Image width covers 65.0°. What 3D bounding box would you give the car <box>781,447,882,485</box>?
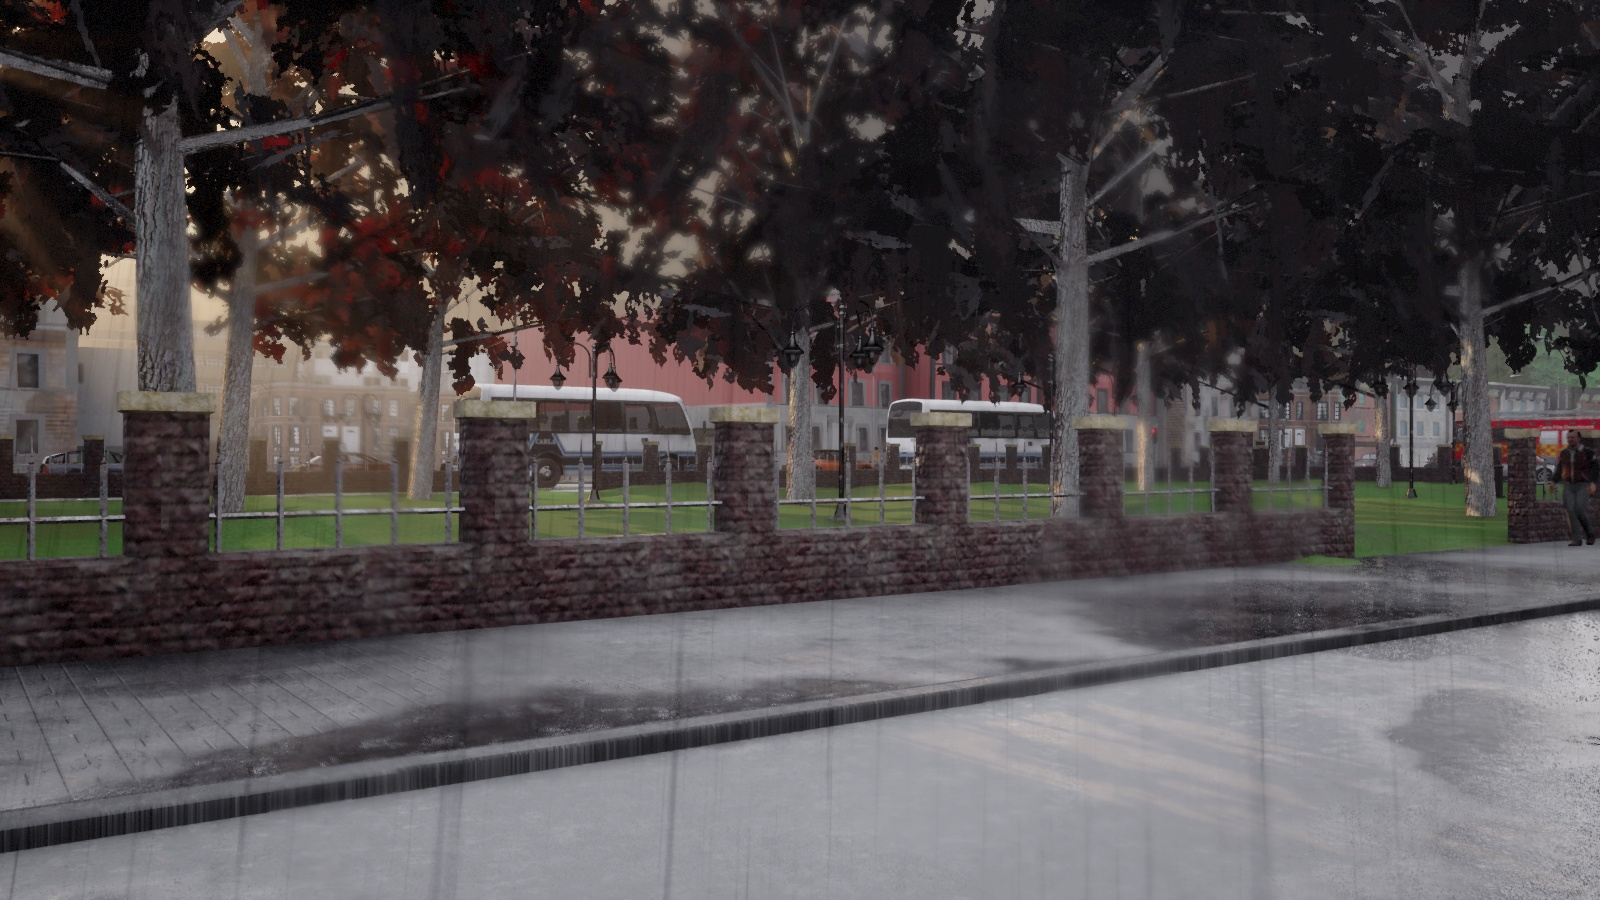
[{"bbox_3d":[1.542,0.748,60.656,4.553,1.767,2.097,0,0,-35],"label":"car"}]

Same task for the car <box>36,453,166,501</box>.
[{"bbox_3d":[-23.848,0.879,42.861,3.705,1.549,1.789,0,0,-35],"label":"car"}]

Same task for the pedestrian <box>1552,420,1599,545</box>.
[{"bbox_3d":[11.728,0.476,18.952,0.720,1.854,0.376,0,0,-35],"label":"pedestrian"}]

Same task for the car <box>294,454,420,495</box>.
[{"bbox_3d":[-16.821,0.911,47.789,4.193,1.474,1.816,0,0,-35],"label":"car"}]

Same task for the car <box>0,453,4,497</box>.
[{"bbox_3d":[-30.345,0.871,43.187,4.902,1.511,2.128,0,0,-35],"label":"car"}]

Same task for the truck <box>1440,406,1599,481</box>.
[{"bbox_3d":[39.882,-0.337,68.489,2.891,3.827,8.468,0,0,-35],"label":"truck"}]

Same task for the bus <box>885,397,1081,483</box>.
[{"bbox_3d":[9.780,-0.490,66.470,10.273,4.253,3.944,0,0,-34],"label":"bus"}]

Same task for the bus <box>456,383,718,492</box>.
[{"bbox_3d":[-8.897,-0.482,53.337,10.273,4.253,3.944,0,0,-35],"label":"bus"}]

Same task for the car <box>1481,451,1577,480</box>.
[{"bbox_3d":[37.564,0.789,64.729,1.970,1.475,3.806,0,0,-37],"label":"car"}]
